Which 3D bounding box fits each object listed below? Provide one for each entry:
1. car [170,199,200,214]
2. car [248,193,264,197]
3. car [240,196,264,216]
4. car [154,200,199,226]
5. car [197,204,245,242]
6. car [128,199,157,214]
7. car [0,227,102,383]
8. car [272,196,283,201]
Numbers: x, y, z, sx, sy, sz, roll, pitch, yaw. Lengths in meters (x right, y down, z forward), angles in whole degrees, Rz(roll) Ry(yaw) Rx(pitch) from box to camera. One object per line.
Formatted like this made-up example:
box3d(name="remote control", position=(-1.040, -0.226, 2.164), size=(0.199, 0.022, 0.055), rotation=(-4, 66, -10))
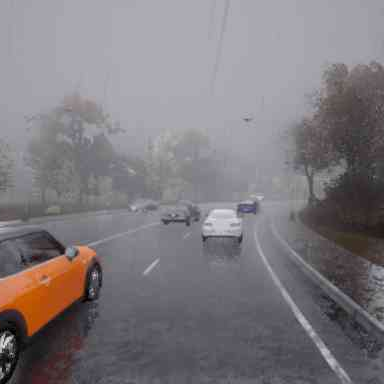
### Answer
box3d(name="car", position=(-0.695, 1.572, 36.856), size=(1.994, 1.385, 4.181), rotation=(0, 0, 19))
box3d(name="car", position=(13.624, 1.285, 71.654), size=(2.150, 2.045, 5.566), rotation=(0, 0, 36))
box3d(name="car", position=(5.853, 1.522, 33.830), size=(1.882, 1.535, 5.008), rotation=(0, 0, 18))
box3d(name="car", position=(-0.649, 1.555, 23.537), size=(2.033, 1.411, 5.357), rotation=(0, 0, 13))
box3d(name="car", position=(1.581, 1.541, 16.364), size=(1.812, 1.442, 4.674), rotation=(0, 0, 9))
box3d(name="car", position=(-4.998, 1.477, 34.933), size=(2.128, 1.511, 4.902), rotation=(0, 0, 17))
box3d(name="car", position=(-3.081, 1.344, 5.408), size=(2.097, 1.767, 4.553), rotation=(0, 0, 3))
box3d(name="car", position=(18.715, 1.438, 72.605), size=(1.812, 1.442, 4.674), rotation=(0, 0, 38))
